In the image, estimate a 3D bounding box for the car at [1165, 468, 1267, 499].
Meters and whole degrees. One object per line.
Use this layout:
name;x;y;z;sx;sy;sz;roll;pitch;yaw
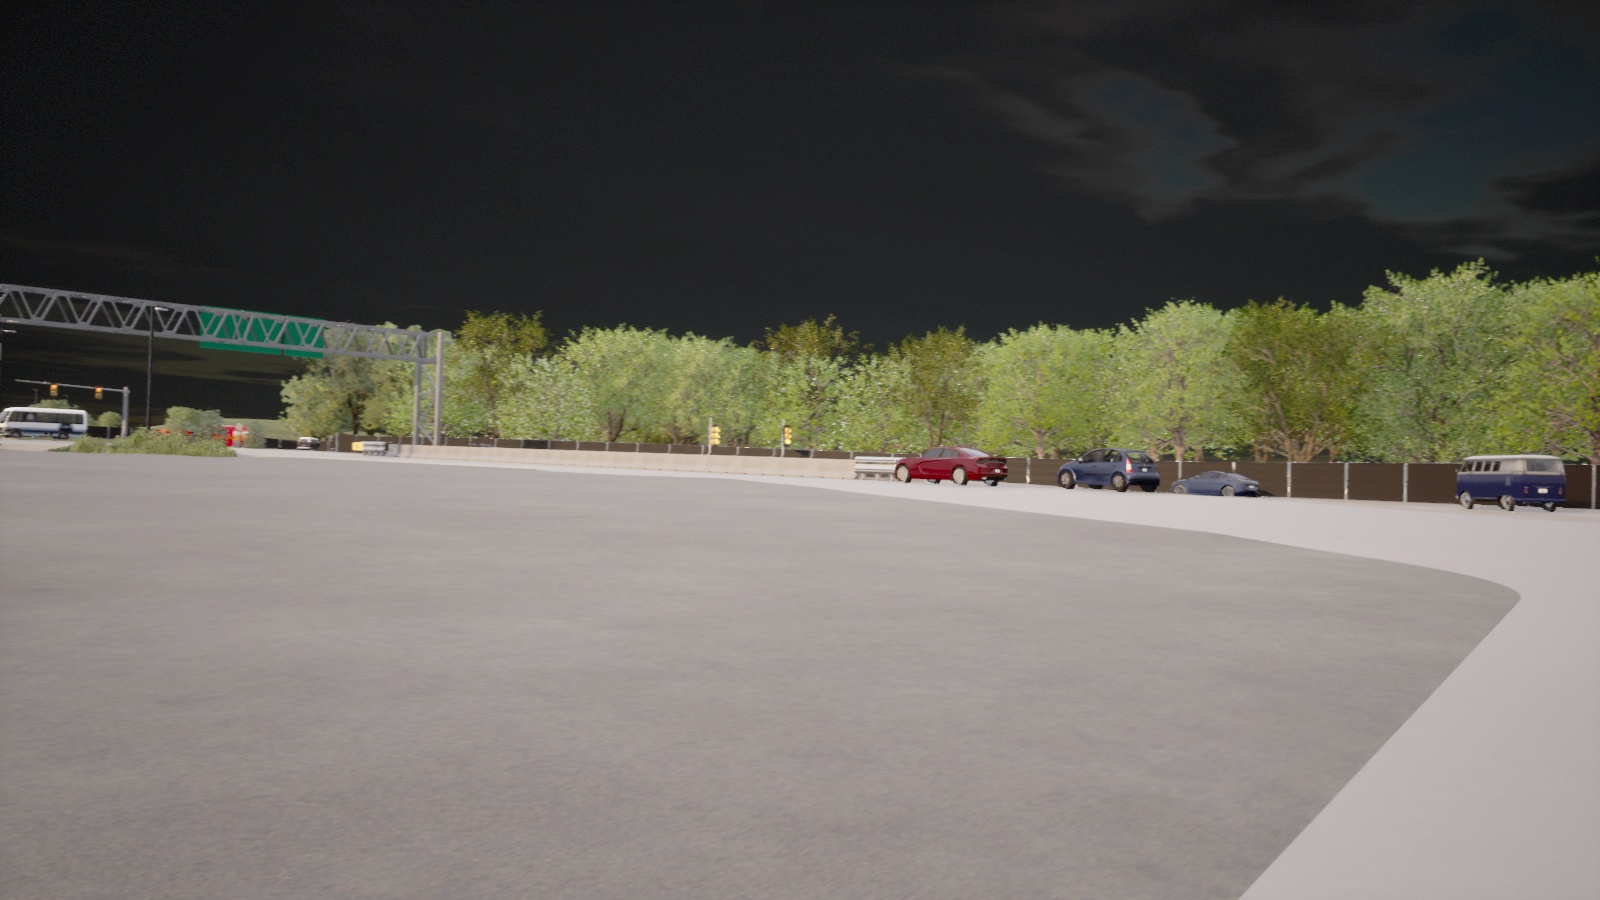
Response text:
car;19.778;1.591;59.843;1.994;1.385;4.181;2;-1;-36

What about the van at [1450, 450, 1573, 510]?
van;25.207;1.066;44.690;1.775;1.987;4.442;1;-1;-1

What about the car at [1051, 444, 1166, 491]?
car;11.454;0.633;46.920;1.851;1.617;3.988;1;0;-31

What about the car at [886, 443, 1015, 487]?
car;5.768;0.564;48.612;1.882;1.535;5.008;3;-1;-39
